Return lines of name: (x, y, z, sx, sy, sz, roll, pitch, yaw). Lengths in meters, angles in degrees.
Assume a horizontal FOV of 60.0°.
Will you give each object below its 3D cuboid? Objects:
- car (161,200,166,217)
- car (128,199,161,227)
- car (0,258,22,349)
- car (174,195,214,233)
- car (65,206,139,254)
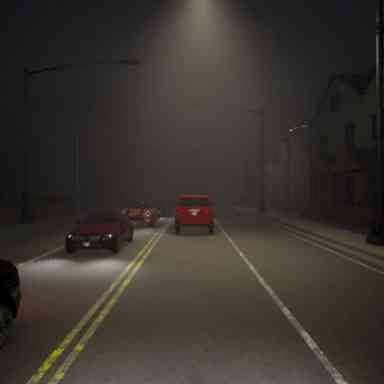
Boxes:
car: (-3.470, 1.479, 31.469, 1.837, 1.490, 4.892, 0, 0, 0)
car: (-3.539, 1.334, 22.656, 2.097, 1.767, 4.553, 0, 0, 0)
car: (-3.598, 1.489, 3.274, 2.128, 1.511, 4.902, 0, 0, 0)
car: (0.119, 1.205, 19.840, 2.150, 2.045, 5.566, 0, 0, 0)
car: (-3.576, 1.514, 13.647, 1.812, 1.442, 4.674, 0, 0, 0)
